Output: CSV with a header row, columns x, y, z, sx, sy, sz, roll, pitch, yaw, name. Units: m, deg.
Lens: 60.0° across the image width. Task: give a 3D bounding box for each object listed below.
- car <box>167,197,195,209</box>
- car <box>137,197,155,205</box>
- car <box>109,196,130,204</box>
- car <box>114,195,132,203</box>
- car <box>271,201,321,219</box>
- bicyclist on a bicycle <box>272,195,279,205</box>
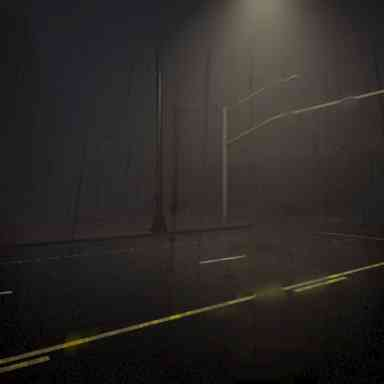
x,y,z,sx,sy,sz,roll,pitch,yaw,name
-1.517,1.491,44.928,2.128,1.511,4.902,0,0,-35,car
-8.559,1.564,61.070,1.994,1.385,4.181,0,0,-35,car
-14.089,1.493,62.701,2.128,1.511,4.902,0,0,-35,car
-14.367,1.468,69.122,1.812,1.442,4.674,0,0,-36,car
9.216,1.525,29.906,1.812,1.442,4.674,0,0,-36,car
11.543,1.303,45.535,1.656,1.620,0.582,0,0,-36,bicyclist on a bicycle
